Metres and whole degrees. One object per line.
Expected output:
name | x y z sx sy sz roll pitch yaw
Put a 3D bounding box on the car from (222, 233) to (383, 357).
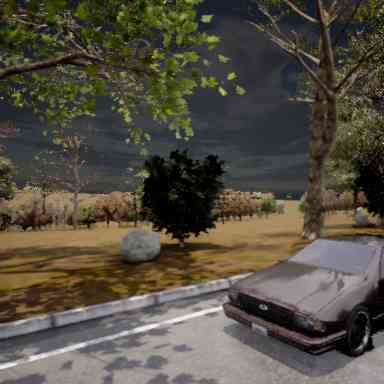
car | 3.115 1.530 6.203 5.357 1.411 2.033 0 0 -35
